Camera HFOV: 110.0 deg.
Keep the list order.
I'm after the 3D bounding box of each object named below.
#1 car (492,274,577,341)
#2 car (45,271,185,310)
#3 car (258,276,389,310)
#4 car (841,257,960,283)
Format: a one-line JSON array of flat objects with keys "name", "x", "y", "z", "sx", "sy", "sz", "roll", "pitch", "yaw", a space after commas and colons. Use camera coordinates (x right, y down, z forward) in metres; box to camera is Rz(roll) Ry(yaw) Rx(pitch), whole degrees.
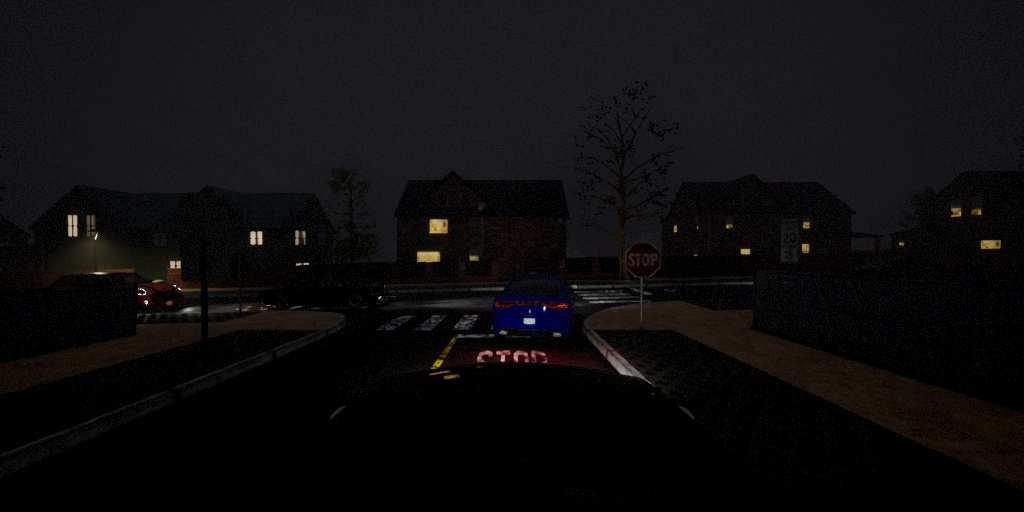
[{"name": "car", "x": 0.784, "y": 1.226, "z": 10.015, "sx": 1.882, "sy": 1.535, "sz": 5.008, "roll": 0, "pitch": 0, "yaw": 10}, {"name": "car", "x": -16.802, "y": 1.471, "z": 15.213, "sx": 4.553, "sy": 1.767, "sz": 2.097, "roll": -1, "pitch": 1, "yaw": 0}, {"name": "car", "x": -7.814, "y": 1.506, "z": 15.222, "sx": 4.718, "sy": 1.301, "sz": 1.895, "roll": -1, "pitch": 1, "yaw": 0}, {"name": "car", "x": 19.435, "y": 0.768, "z": 18.188, "sx": 5.357, "sy": 1.411, "sz": 2.033, "roll": -1, "pitch": 1, "yaw": 0}]
